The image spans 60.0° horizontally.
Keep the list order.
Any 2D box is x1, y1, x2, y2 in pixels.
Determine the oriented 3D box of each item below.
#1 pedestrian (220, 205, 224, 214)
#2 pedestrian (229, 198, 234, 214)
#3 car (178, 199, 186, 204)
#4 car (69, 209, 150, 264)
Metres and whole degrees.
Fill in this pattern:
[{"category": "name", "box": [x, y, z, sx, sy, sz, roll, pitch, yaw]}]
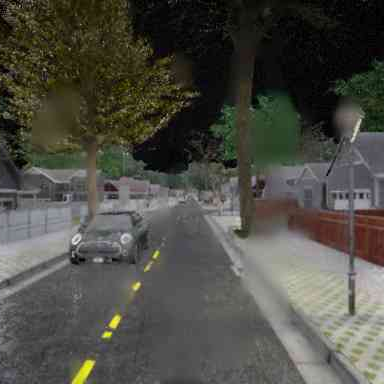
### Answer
[{"category": "pedestrian", "box": [3.514, 1.987, 38.850, 0.500, 1.100, 0.500, 0, -1, 0]}, {"category": "pedestrian", "box": [4.514, 1.591, 37.653, 0.375, 1.860, 0.375, 0, -1, 0]}, {"category": "car", "box": [-2.738, 2.540, 91.897, 1.882, 1.535, 5.008, 0, -1, 0]}, {"category": "car", "box": [-2.848, 1.502, 12.357, 2.097, 1.767, 4.553, 0, -1, 0]}]
